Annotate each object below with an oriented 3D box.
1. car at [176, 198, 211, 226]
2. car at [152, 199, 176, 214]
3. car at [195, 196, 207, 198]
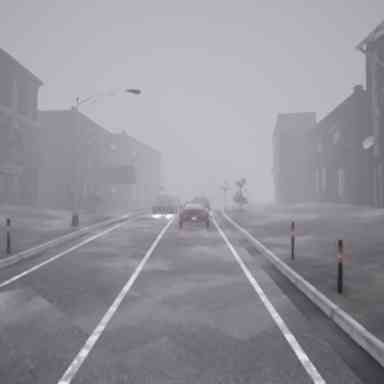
[{"bbox_3d":[0.161,1.317,21.192,1.812,1.442,4.674,0,0,1],"label":"car"},{"bbox_3d":[-2.612,1.386,32.020,1.994,1.385,4.181,0,-1,4],"label":"car"},{"bbox_3d":[1.120,1.262,38.834,2.097,1.767,4.553,0,-1,5],"label":"car"}]
